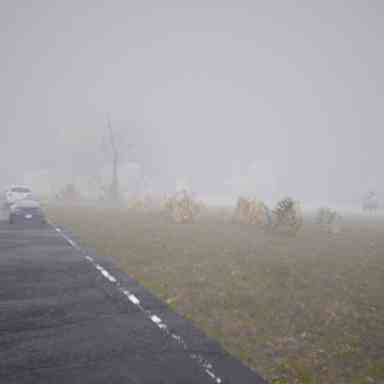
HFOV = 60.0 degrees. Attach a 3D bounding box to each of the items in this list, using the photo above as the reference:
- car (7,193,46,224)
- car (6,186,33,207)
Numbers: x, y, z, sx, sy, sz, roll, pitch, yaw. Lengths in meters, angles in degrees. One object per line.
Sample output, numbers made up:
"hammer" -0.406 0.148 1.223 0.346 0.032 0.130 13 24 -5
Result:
"car" -9.796 1.060 19.791 1.812 1.442 4.674 3 0 -28
"car" -17.144 0.402 33.054 2.150 2.045 5.566 3 0 -29
